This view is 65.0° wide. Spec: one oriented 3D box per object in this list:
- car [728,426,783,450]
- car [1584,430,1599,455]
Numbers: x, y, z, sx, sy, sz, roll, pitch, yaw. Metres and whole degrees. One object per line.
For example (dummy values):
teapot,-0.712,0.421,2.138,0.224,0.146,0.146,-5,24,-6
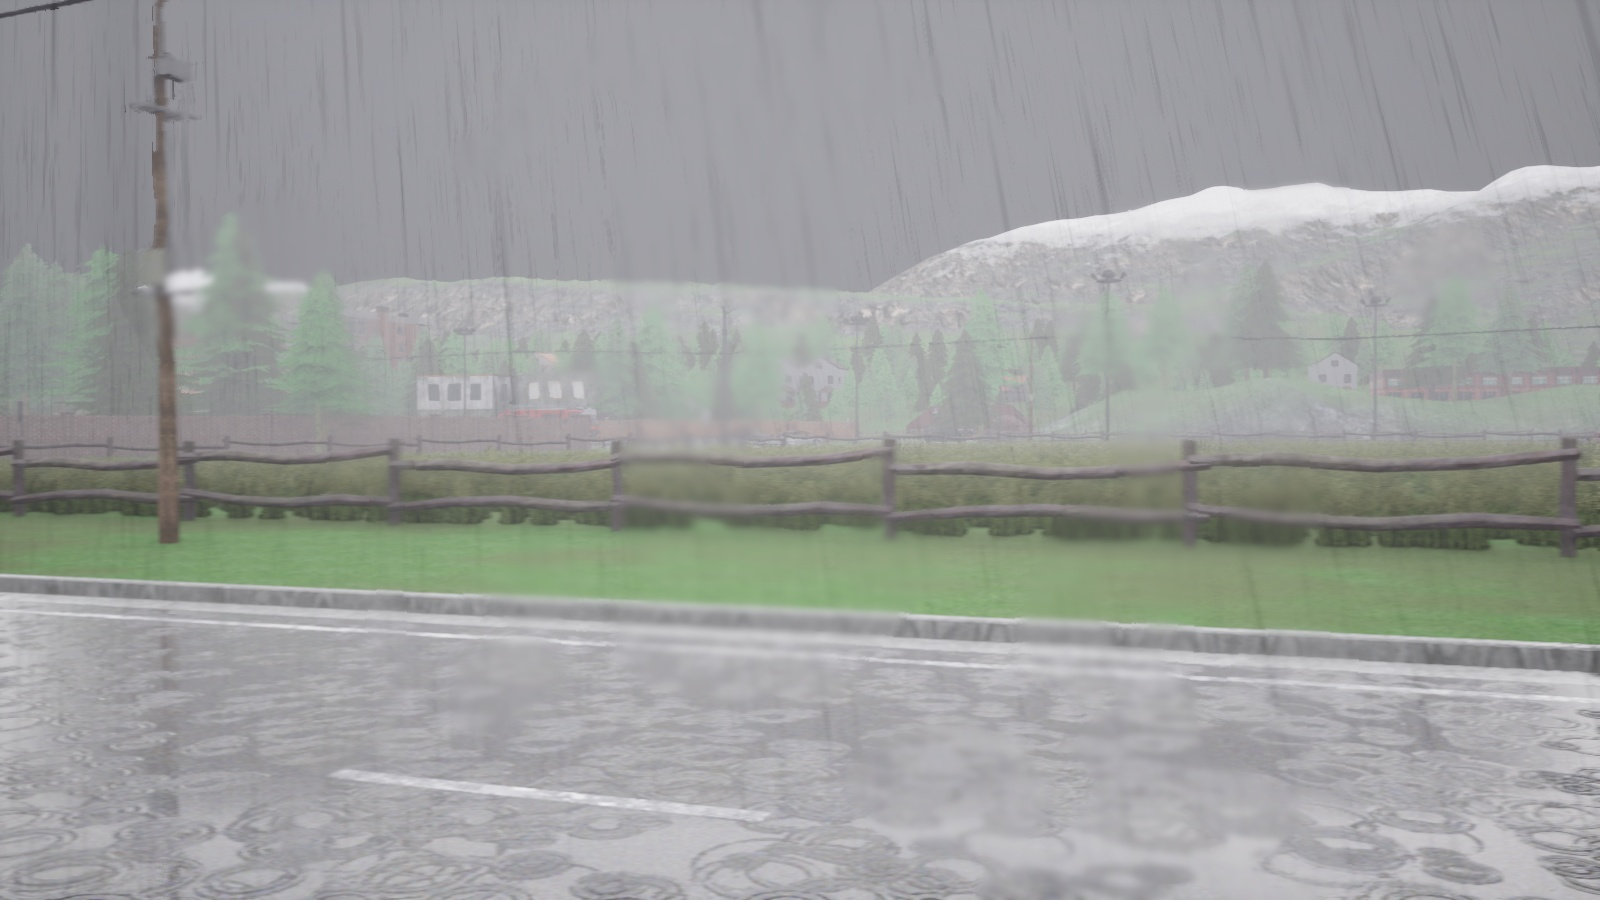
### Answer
car,-3.512,-0.969,98.582,3.866,1.878,1.905,0,1,18
car,54.940,-0.515,82.903,5.027,1.651,2.152,1,1,18
